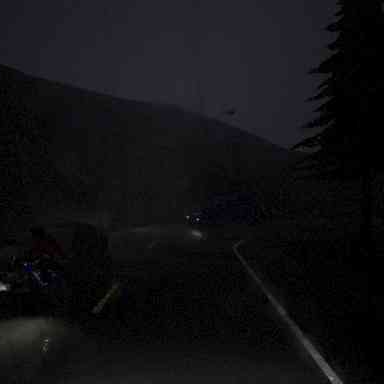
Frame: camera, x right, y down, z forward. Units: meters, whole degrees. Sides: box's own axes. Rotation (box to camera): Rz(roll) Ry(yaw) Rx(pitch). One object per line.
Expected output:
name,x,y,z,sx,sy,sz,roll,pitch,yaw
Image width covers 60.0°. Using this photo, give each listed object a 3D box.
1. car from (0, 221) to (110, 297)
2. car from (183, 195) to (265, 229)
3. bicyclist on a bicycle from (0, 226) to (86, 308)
car,-3.473,1.526,8.610,1.812,1.442,4.674,0,0,2
car,2.210,1.222,22.049,5.566,2.045,2.150,0,0,-26
bicyclist on a bicycle,-2.739,1.407,6.161,1.656,1.620,0.582,11,19,-2
